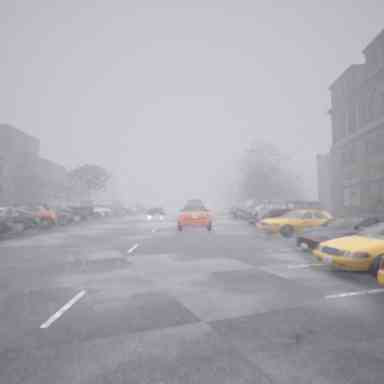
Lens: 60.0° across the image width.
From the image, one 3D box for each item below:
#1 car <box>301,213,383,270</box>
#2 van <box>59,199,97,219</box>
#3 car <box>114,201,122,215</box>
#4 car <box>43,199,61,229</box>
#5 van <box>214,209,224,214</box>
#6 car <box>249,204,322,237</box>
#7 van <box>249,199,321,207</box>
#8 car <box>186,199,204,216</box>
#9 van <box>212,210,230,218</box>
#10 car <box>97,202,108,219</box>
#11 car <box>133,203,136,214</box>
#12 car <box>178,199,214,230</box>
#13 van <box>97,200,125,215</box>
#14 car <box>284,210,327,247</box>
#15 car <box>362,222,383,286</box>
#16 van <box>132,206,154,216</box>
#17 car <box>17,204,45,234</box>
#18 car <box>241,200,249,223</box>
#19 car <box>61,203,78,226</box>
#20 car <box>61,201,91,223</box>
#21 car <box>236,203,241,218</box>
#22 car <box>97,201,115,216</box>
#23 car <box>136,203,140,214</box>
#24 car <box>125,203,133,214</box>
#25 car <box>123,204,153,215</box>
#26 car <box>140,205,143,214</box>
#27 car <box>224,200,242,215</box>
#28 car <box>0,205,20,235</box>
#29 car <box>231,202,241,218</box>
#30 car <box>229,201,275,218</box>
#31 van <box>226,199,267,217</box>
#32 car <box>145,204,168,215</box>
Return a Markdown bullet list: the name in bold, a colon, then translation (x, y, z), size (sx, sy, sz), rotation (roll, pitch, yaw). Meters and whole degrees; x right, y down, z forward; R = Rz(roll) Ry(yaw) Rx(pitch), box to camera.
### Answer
- **car**: translation (6.242, 1.552, 10.046), size (5.366, 1.575, 1.946), rotation (1, 0, -20)
- **van**: translation (-11.386, 1.661, 30.708), size (4.442, 1.987, 1.878), rotation (0, -1, -19)
- **car**: translation (-11.160, 2.156, 39.546), size (4.792, 1.488, 2.163), rotation (0, -2, -19)
- **car**: translation (-11.313, 1.574, 21.951), size (4.553, 1.767, 2.185), rotation (0, -1, -20)
- **van**: translation (7.346, 5.482, 85.727), size (4.442, 1.987, 1.878), rotation (3, -6, -19)
- **car**: translation (6.282, 1.665, 19.018), size (5.366, 1.575, 1.946), rotation (1, -1, -20)
- **van**: translation (6.367, 1.492, 22.038), size (4.442, 1.987, 1.878), rotation (1, -1, -19)
- **car**: translation (0.373, 1.978, 42.642), size (2.150, 2.045, 5.566), rotation (0, -2, 1)
- **van**: translation (7.630, 5.777, 88.740), size (4.442, 1.987, 1.878), rotation (3, -6, -19)
- **car**: translation (-11.251, 2.000, 33.676), size (4.674, 1.452, 2.002), rotation (0, -2, -19)
- **car**: translation (-11.083, 2.501, 48.316), size (4.892, 1.521, 2.231), rotation (0, -3, -19)
- **car**: translation (0.185, 1.589, 22.748), size (2.097, 1.767, 4.553), rotation (0, -1, 0)
- **van**: translation (-11.267, 2.006, 42.435), size (4.442, 1.987, 1.878), rotation (0, -2, -19)
- **car**: translation (6.398, 1.620, 13.087), size (4.792, 1.488, 2.163), rotation (1, 0, -20)
- **car**: translation (6.580, 1.534, 7.180), size (5.366, 1.575, 1.946), rotation (1, -1, -20)
- **van**: translation (-10.569, 4.126, 71.736), size (4.442, 1.987, 1.878), rotation (1, -6, -19)
- **car**: translation (-11.354, 1.652, 19.010), size (4.892, 1.521, 2.231), rotation (-1, -1, -20)
- **car**: translation (6.464, 1.651, 25.066), size (4.553, 1.767, 2.185), rotation (1, -1, -19)
- **car**: translation (-11.295, 1.786, 24.891), size (4.792, 1.488, 2.163), rotation (0, -1, -20)
- **car**: translation (-11.306, 1.818, 27.809), size (5.008, 1.535, 2.097), rotation (0, -1, -20)
- **car**: translation (6.512, 1.879, 28.062), size (4.674, 1.452, 2.002), rotation (1, -2, -19)
- **car**: translation (-11.223, 2.080, 36.613), size (4.674, 1.452, 2.002), rotation (0, -2, -19)
- **car**: translation (-11.209, 2.660, 51.169), size (5.366, 1.575, 1.946), rotation (0, -3, -19)
- **car**: translation (-11.124, 2.355, 45.393), size (5.008, 1.535, 2.097), rotation (0, -3, -19)
- **car**: translation (-10.769, 3.539, 65.861), size (5.566, 2.045, 2.435), rotation (1, -6, -19)
- **car**: translation (-10.999, 2.851, 54.154), size (4.892, 1.521, 2.231), rotation (0, -4, -19)
- **car**: translation (6.552, 1.731, 34.036), size (5.566, 2.045, 2.435), rotation (1, -1, -19)
- **car**: translation (-11.369, 1.606, 16.073), size (4.892, 1.521, 2.231), rotation (-1, 0, -20)
- **car**: translation (6.570, 1.938, 31.066), size (4.792, 1.488, 2.163), rotation (1, -2, -19)
- **car**: translation (6.633, 1.939, 37.051), size (4.553, 1.767, 2.185), rotation (1, -2, -19)
- **van**: translation (6.523, 1.926, 39.997), size (4.442, 1.987, 1.878), rotation (1, -2, -19)
- **car**: translation (-4.726, 2.330, 44.848), size (1.882, 1.535, 5.008), rotation (0, -3, 1)
